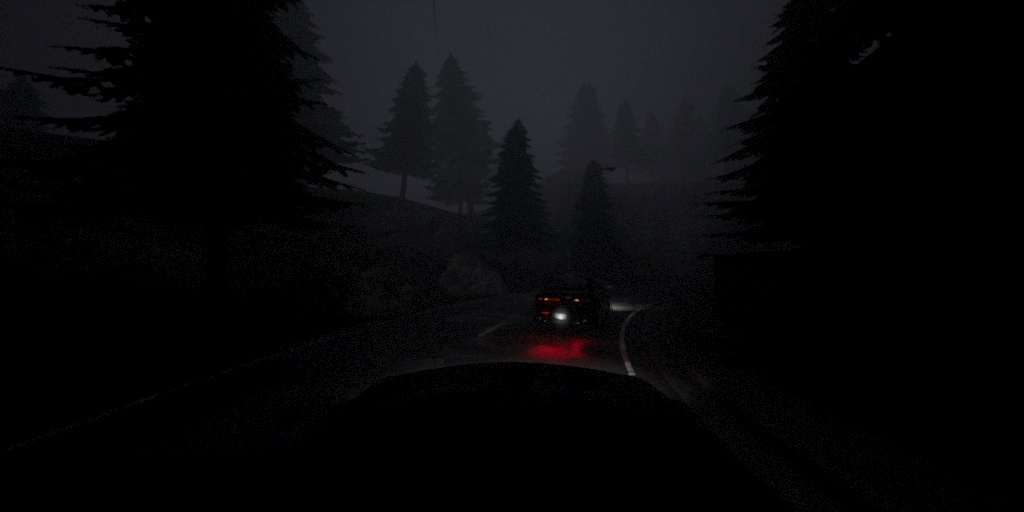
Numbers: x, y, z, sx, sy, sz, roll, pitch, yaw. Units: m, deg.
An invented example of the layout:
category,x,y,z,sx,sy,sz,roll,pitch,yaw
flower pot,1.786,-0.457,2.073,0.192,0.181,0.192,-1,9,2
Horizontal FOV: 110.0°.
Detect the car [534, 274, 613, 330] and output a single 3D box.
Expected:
category,x,y,z,sx,sy,sz,roll,pitch,yaw
car,2.101,1.332,11.664,1.837,1.490,4.892,-1,0,20
